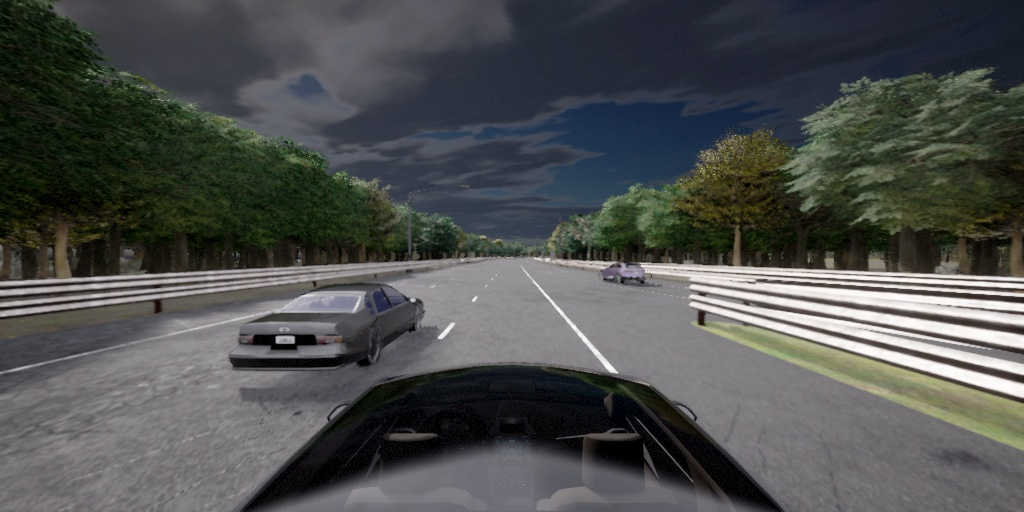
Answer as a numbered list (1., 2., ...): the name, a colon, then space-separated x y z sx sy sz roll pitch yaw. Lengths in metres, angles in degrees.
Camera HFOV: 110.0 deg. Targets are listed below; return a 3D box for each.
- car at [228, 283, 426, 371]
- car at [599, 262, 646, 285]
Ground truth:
1. car: -3.397 1.308 7.880 2.033 1.411 5.357 0 0 0
2. car: 8.473 1.283 27.763 2.033 1.649 4.856 0 0 -10
